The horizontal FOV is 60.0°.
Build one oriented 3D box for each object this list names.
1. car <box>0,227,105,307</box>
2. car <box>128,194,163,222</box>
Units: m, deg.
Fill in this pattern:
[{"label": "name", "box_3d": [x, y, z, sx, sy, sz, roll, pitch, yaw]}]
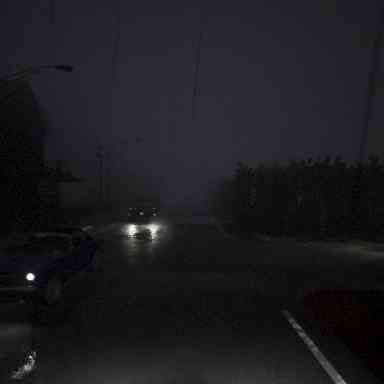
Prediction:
[{"label": "car", "box_3d": [-3.607, 1.596, 8.073, 1.895, 1.301, 4.718, 0, 0, 0]}, {"label": "car", "box_3d": [-3.581, 1.206, 26.594, 2.150, 2.045, 5.566, 0, 0, 1]}]
